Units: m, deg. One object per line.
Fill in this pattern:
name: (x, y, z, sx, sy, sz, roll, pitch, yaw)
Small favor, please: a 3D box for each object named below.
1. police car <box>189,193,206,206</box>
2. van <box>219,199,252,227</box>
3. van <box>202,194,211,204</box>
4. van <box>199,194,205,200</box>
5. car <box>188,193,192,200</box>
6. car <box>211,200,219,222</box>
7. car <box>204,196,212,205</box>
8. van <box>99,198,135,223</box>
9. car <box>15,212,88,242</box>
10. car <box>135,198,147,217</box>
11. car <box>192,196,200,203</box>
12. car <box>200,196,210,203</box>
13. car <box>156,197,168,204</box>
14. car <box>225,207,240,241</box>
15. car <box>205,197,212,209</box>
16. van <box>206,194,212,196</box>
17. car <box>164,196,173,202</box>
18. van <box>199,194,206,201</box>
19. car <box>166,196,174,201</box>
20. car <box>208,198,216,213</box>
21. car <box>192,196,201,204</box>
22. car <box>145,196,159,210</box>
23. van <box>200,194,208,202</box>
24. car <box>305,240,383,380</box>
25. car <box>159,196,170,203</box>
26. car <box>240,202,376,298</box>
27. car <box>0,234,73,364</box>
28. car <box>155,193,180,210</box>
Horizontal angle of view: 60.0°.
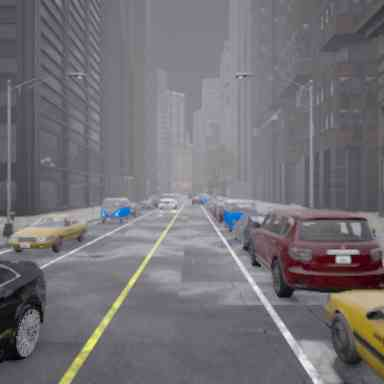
police car: (0.902, 1.465, 57.574, 1.930, 1.638, 5.238, 0, 0, 0)
van: (2.763, 1.352, 19.699, 1.690, 1.788, 3.998, 0, 0, 0)
van: (2.764, 1.389, 64.646, 1.690, 1.788, 3.998, 0, 0, 0)
van: (2.764, 1.427, 92.738, 1.690, 1.788, 3.998, 0, 0, 0)
car: (0.003, 1.214, 92.793, 2.150, 2.045, 5.566, 0, 0, 0)
car: (2.763, 1.558, 25.317, 1.887, 1.381, 4.507, 0, 0, 0)
car: (2.764, 1.550, 42.343, 1.752, 1.417, 4.829, 0, 0, 0)
van: (-5.762, 1.355, 25.306, 1.690, 1.788, 3.998, 0, 0, 0)
car: (-5.762, 1.533, 13.898, 1.752, 1.417, 4.829, 0, 0, 0)
car: (-5.761, 1.568, 30.925, 2.008, 1.369, 4.403, 0, 0, 0)
car: (0.902, 1.585, 73.463, 1.812, 1.442, 4.674, 0, 0, 0)
car: (2.764, 1.599, 70.264, 1.887, 1.381, 4.507, 0, 0, 0)
car: (-5.761, 1.613, 64.637, 1.947, 1.339, 4.313, 0, 0, 0)
car: (2.763, 1.558, 14.081, 2.008, 1.369, 4.403, 0, 0, 0)
car: (2.764, 1.571, 36.548, 2.008, 1.369, 4.403, 0, 0, 0)
van: (2.763, 1.382, 59.027, 1.690, 1.788, 3.998, 0, 0, 0)
car: (-5.761, 1.635, 81.494, 1.947, 1.339, 4.313, 0, 0, 0)
van: (2.764, 1.418, 87.119, 1.690, 1.788, 3.998, 0, 0, 0)
car: (-5.761, 1.643, 87.112, 1.947, 1.339, 4.313, 0, 0, 0)
car: (2.764, 1.562, 30.936, 1.887, 1.381, 4.507, 0, 0, 0)
car: (0.902, 1.556, 67.464, 1.837, 1.490, 4.892, 0, 0, 0)
car: (-5.761, 1.576, 42.162, 2.008, 1.369, 4.403, 0, 0, 0)
van: (2.764, 1.403, 75.883, 1.690, 1.788, 3.998, 0, 0, 0)
car: (2.763, 1.527, 3.013, 1.752, 1.417, 4.829, 0, 0, 0)
car: (-5.761, 1.580, 70.086, 1.752, 1.417, 4.829, 0, 0, 0)
car: (2.763, 1.320, 8.462, 2.192, 1.841, 5.009, 0, 0, 0)
car: (-3.100, 1.493, 3.100, 2.128, 1.511, 4.902, 0, 0, 0)
car: (-3.090, 1.247, 43.576, 2.150, 2.045, 5.566, 0, 0, 0)
